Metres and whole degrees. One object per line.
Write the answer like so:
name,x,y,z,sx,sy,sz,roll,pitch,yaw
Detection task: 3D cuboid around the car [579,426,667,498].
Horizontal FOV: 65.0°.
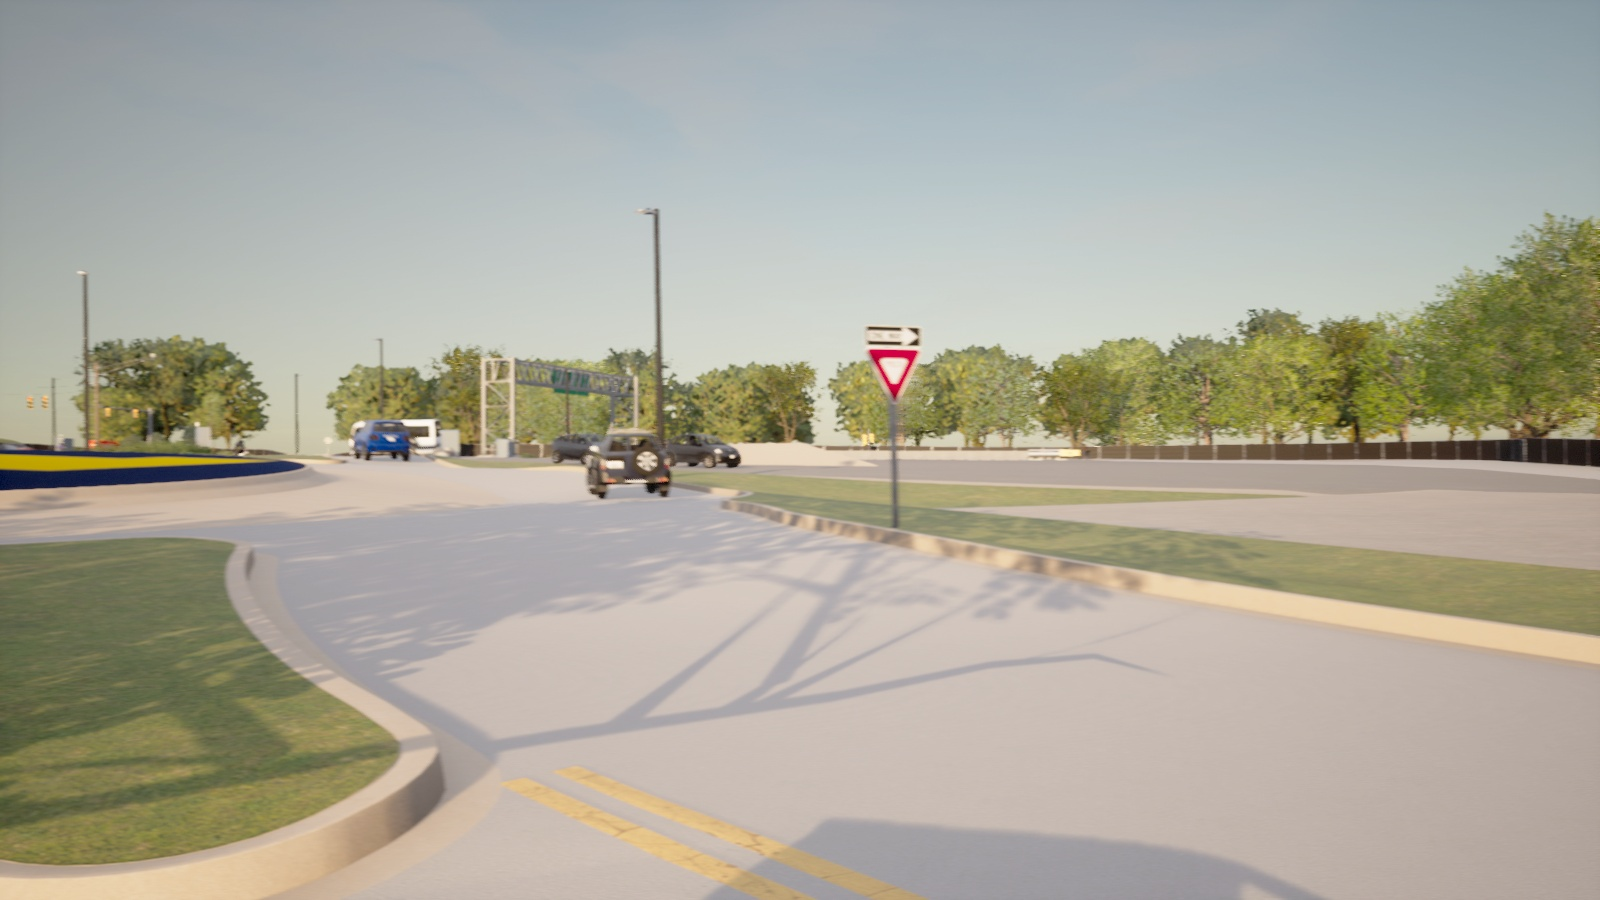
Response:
car,-4.961,0.290,34.611,1.932,1.855,4.605,0,0,-14

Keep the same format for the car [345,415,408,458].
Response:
car,-21.529,-0.721,63.742,2.150,2.045,5.566,1,1,-28

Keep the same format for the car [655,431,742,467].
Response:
car,-4.827,-0.072,59.582,3.988,1.617,1.851,1,0,41

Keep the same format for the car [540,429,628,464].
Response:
car,-10.358,-0.184,59.934,2.007,1.525,4.514,3,0,-42
